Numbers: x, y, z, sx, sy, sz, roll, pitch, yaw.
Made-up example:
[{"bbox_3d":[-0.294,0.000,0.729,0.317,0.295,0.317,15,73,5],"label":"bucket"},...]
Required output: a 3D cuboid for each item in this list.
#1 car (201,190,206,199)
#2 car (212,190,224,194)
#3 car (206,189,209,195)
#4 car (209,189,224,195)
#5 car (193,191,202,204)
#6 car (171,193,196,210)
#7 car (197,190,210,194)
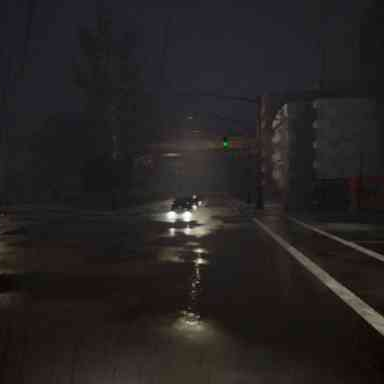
[{"bbox_3d":[0.968,0.641,60.016,2.128,1.511,4.902,0,1,5],"label":"car"},{"bbox_3d":[7.337,-0.066,92.754,1.853,1.218,4.536,-1,1,-16],"label":"car"},{"bbox_3d":[3.225,0.124,93.312,2.038,1.542,4.974,0,1,29],"label":"car"},{"bbox_3d":[7.353,0.092,92.706,2.038,1.542,4.974,-1,1,-16],"label":"car"},{"bbox_3d":[-0.113,0.923,45.642,1.994,1.385,4.181,0,1,4],"label":"car"},{"bbox_3d":[-0.964,1.127,34.095,1.895,1.301,4.718,0,1,4],"label":"car"},{"bbox_3d":[3.249,-0.035,93.355,1.853,1.218,4.536,0,1,29],"label":"car"}]
